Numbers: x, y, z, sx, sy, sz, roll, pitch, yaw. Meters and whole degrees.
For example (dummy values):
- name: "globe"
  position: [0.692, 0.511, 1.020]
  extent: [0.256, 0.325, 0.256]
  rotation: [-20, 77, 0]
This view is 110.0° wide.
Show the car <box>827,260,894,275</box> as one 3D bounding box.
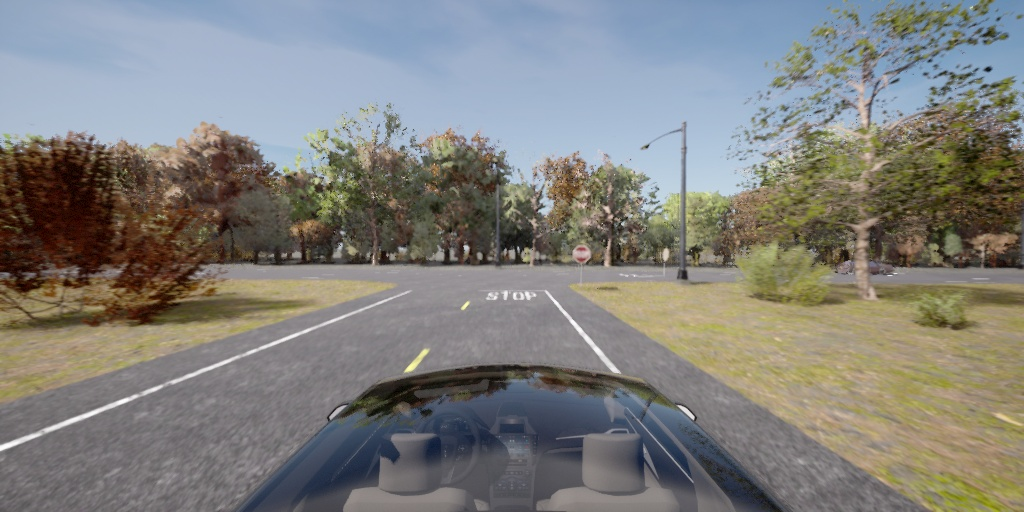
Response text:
- name: "car"
  position: [34.202, 1.141, 35.285]
  extent: [5.357, 1.411, 2.033]
  rotation: [0, 1, 0]
